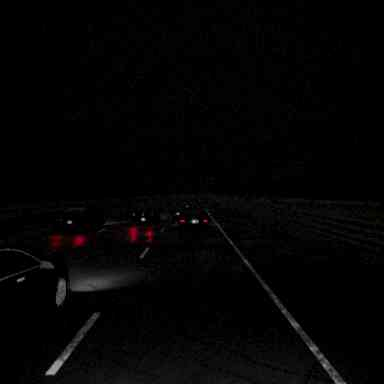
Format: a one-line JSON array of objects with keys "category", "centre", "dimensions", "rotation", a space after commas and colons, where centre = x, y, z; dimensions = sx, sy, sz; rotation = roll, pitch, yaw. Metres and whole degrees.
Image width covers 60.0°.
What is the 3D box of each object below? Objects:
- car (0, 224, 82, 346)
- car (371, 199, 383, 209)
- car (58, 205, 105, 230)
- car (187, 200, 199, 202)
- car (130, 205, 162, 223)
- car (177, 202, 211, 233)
[{"category": "car", "centre": [-3.389, 1.490, 4.845], "dimensions": [1.837, 1.490, 4.892], "rotation": [1, 0, 0]}, {"category": "car", "centre": [27.441, 1.590, 46.402], "dimensions": [2.097, 1.767, 4.553], "rotation": [0, 0, -24]}, {"category": "car", "centre": [-6.897, 1.528, 21.071], "dimensions": [1.812, 1.442, 4.674], "rotation": [1, 0, 0]}, {"category": "car", "centre": [0.092, 1.583, 37.766], "dimensions": [2.033, 1.411, 5.357], "rotation": [0, 0, 0]}, {"category": "car", "centre": [-3.407, 1.616, 25.499], "dimensions": [1.895, 1.301, 4.718], "rotation": [0, 0, 0]}, {"category": "car", "centre": [0.097, 1.556, 19.501], "dimensions": [2.033, 1.411, 5.357], "rotation": [0, 0, 0]}]
